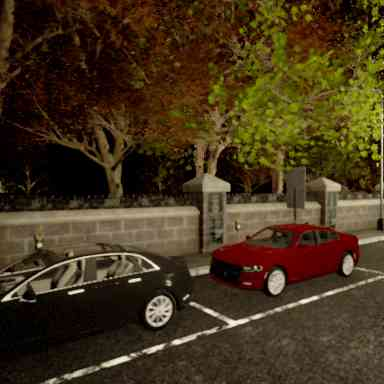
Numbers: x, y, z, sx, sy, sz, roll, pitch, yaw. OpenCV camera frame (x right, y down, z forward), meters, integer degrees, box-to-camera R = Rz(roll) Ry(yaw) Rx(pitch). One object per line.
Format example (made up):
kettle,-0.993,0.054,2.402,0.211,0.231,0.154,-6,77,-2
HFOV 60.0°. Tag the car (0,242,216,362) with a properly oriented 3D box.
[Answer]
car,-2.003,1.542,5.223,4.403,1.369,2.008,0,1,-35

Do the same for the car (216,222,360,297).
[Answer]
car,2.478,1.500,8.482,4.507,1.381,1.887,0,1,-35
